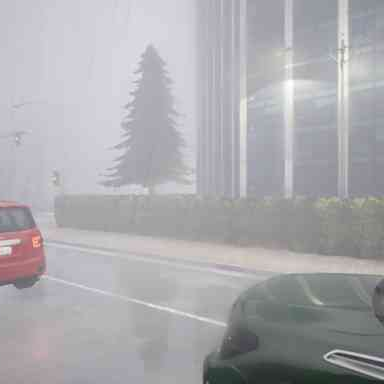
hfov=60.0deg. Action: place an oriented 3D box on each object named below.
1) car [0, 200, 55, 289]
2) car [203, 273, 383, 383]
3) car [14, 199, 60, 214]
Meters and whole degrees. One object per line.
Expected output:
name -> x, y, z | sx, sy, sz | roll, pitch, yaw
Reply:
car -> -5.722, 1.221, 8.009 | 5.566, 2.045, 2.150 | 0, 0, 38
car -> 2.749, 1.222, 2.030 | 5.566, 2.045, 2.150 | 0, 0, 36
car -> -17.162, 1.561, 37.002 | 1.994, 1.385, 4.181 | 0, 0, 36
